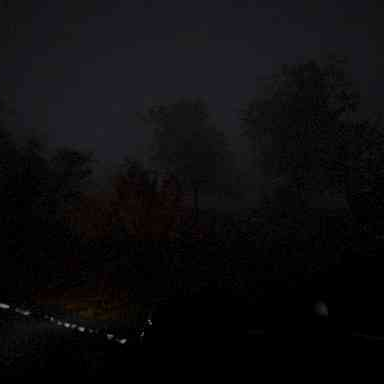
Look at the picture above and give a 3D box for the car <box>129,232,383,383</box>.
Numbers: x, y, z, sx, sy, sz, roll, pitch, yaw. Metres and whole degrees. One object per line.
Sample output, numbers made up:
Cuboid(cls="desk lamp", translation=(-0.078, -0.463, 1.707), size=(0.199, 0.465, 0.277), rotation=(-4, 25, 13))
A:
Cuboid(cls="car", translation=(2.103, 1.327, 2.743), size=(5.566, 2.045, 2.150), rotation=(0, -1, 30))
